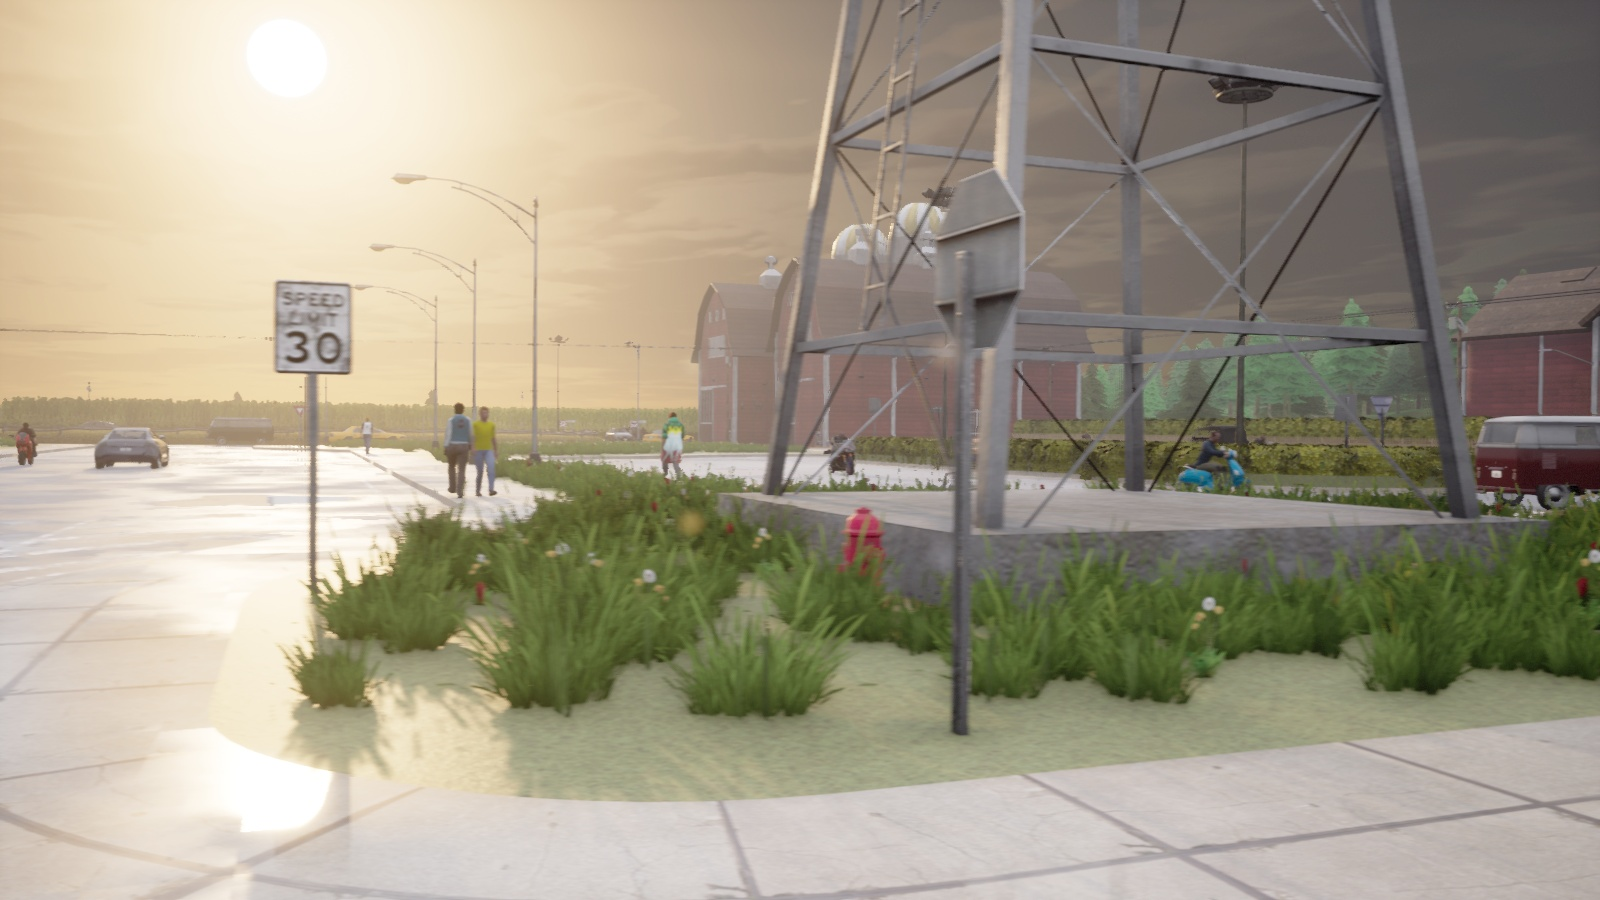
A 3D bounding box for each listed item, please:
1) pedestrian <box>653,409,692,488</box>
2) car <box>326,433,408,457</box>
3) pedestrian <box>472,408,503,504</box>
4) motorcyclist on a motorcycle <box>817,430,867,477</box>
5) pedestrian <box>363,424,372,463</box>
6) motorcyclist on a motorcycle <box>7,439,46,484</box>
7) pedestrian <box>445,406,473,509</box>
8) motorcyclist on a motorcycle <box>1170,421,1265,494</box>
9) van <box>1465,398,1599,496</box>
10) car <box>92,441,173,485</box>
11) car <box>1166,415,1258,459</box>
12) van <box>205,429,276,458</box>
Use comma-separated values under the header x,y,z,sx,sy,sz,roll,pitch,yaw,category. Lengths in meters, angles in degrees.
x,y,z,sx,sy,sz,roll,pitch,yaw,category
-3.220,-0.041,31.718,0.659,1.952,0.873,-1,1,-28,pedestrian
-30.491,-0.378,88.472,5.366,1.575,1.801,-1,1,-21,car
-6.067,0.117,24.380,0.354,1.836,0.706,-1,1,-31,pedestrian
1.419,0.099,42.695,0.866,1.530,2.191,-1,1,-21,motorcyclist on a motorcycle
-20.711,-0.305,60.106,0.354,1.836,0.706,-1,1,-23,pedestrian
-26.907,0.372,43.724,0.797,1.523,2.044,-1,1,-22,motorcyclist on a motorcycle
-6.456,0.132,23.778,0.396,1.930,0.692,-1,1,-22,pedestrian
9.362,0.164,28.165,1.817,1.590,0.866,0,0,38,motorcyclist on a motorcycle
16.803,-0.102,26.698,4.442,1.987,1.775,-1,1,-5,van
-23.038,0.411,43.480,1.994,1.385,4.181,-1,1,-22,car
18.427,-0.576,56.364,1.905,1.878,3.866,-1,1,-21,car
-39.483,-0.460,88.773,4.442,1.987,1.775,-1,1,-21,van
